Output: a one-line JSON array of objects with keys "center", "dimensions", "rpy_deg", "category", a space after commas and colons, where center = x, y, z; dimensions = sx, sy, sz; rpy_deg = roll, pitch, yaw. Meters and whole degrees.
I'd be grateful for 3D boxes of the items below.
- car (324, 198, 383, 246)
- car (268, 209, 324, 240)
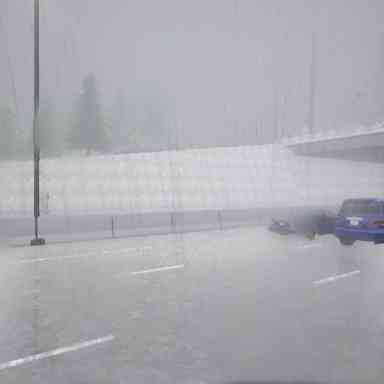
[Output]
[{"center": [8.293, 1.255, 14.084], "dimensions": [5.566, 2.045, 2.150], "rpy_deg": [0, 0, -35], "category": "car"}, {"center": [6.236, 1.560, 16.916], "dimensions": [5.357, 1.411, 2.033], "rpy_deg": [0, 0, -35], "category": "car"}]
